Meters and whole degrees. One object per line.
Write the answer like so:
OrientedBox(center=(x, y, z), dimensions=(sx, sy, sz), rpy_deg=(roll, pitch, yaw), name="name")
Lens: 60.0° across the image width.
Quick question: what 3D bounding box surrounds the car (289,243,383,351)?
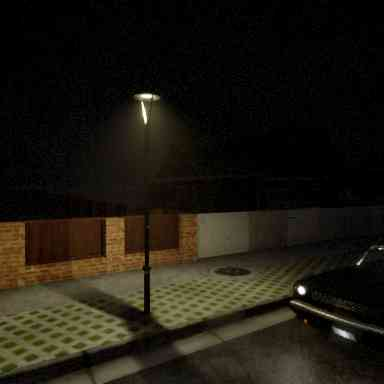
OrientedBox(center=(3.854, 1.598, 5.747), dimensions=(4.718, 1.301, 1.895), rpy_deg=(0, 0, -35), name="car")
